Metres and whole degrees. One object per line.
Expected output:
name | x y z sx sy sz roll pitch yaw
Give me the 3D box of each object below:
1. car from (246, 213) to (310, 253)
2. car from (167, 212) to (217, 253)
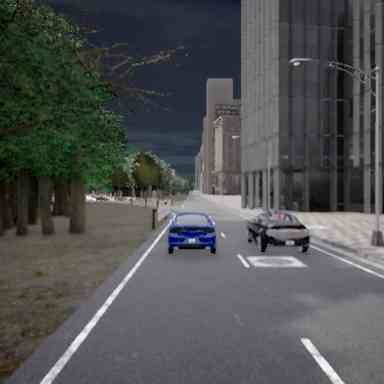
car | 3.504 1.626 14.291 2.128 1.511 4.902 0 0 0
car | 0.006 1.613 14.477 1.882 1.535 5.008 0 0 0
